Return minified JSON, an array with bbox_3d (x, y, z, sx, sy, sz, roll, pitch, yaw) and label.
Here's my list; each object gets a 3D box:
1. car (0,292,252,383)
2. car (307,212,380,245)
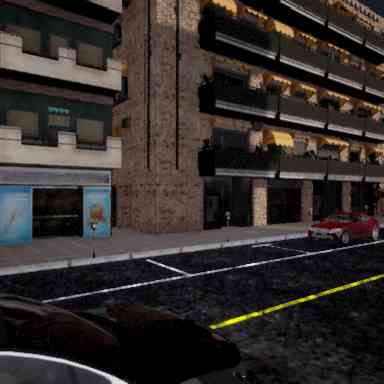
[{"bbox_3d":[-1.704,1.505,2.218,4.892,1.490,1.837,0,0,-36],"label":"car"},{"bbox_3d":[7.172,1.582,15.538,4.206,1.307,1.802,0,0,-35],"label":"car"}]
